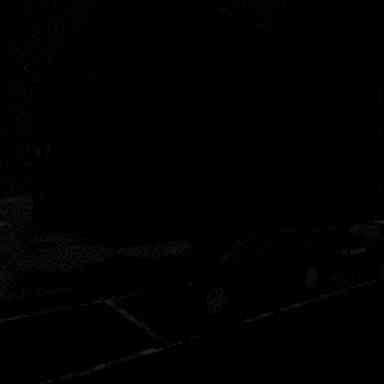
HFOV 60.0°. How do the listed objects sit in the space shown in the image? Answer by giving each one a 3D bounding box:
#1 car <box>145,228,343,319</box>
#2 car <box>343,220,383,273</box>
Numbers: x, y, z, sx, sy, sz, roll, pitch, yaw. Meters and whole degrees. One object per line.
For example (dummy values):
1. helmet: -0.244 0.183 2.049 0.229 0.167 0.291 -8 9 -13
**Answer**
1. car: 1.141 1.544 7.359 4.507 1.381 1.887 0 0 -36
2. car: 5.632 1.581 10.577 4.206 1.307 1.802 0 0 -36
